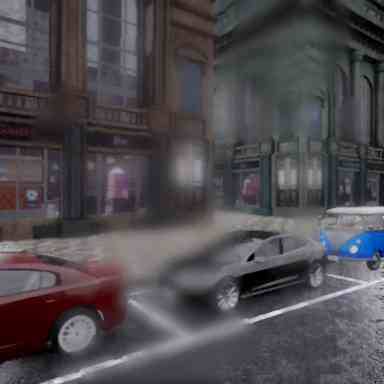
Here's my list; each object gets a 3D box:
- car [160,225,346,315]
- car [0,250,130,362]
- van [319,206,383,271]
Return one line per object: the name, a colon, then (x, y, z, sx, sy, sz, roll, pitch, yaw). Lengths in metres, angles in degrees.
car: (1.346, 1.582, 7.607, 4.313, 1.339, 1.947, 0, 0, -35)
car: (-3.084, 1.545, 4.448, 4.507, 1.381, 1.887, 0, 0, -35)
van: (5.778, 1.373, 10.767, 3.998, 1.788, 1.690, 0, 0, -35)
